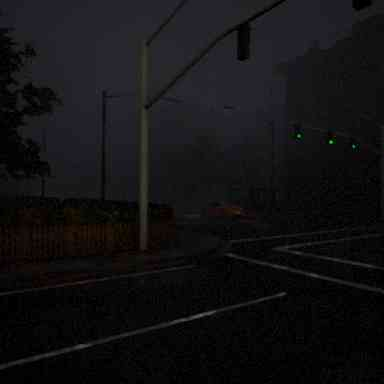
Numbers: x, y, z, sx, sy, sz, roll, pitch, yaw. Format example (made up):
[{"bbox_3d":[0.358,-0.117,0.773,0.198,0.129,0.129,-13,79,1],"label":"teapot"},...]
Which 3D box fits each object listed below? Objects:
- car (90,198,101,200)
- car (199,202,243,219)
[{"bbox_3d":[-14.395,1.653,49.874,2.128,1.511,4.902,1,0,-35],"label":"car"},{"bbox_3d":[2.659,1.641,31.414,1.882,1.535,5.008,1,0,-35],"label":"car"}]
